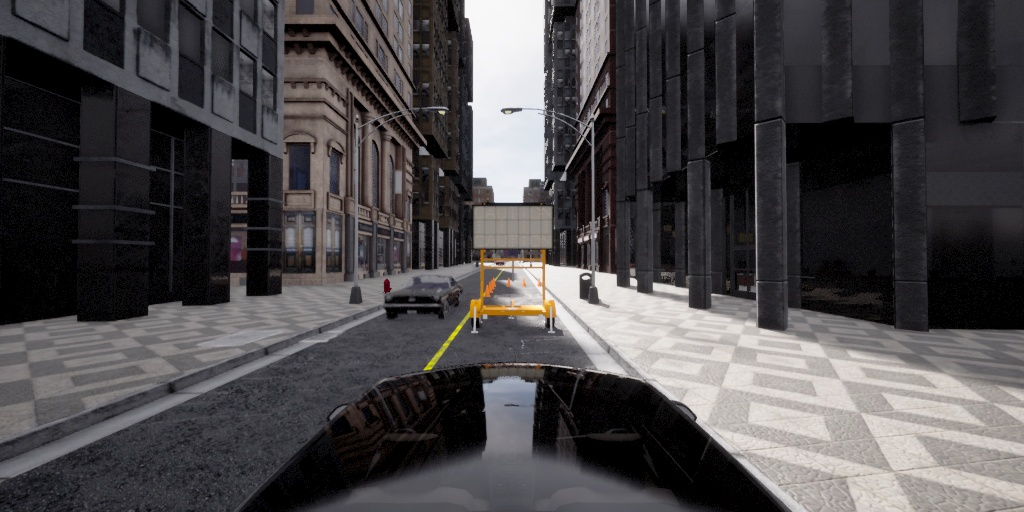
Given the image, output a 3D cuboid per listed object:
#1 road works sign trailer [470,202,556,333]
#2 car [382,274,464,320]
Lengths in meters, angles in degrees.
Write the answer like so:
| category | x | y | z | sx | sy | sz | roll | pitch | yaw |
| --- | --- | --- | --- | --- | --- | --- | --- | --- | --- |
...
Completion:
| category | x | y | z | sx | sy | sz | roll | pitch | yaw |
| --- | --- | --- | --- | --- | --- | --- | --- | --- | --- |
| road works sign trailer | 0.029 | 0.217 | 10.712 | 2.380 | 3.560 | 2.880 | 0 | 0 | 0 |
| car | -2.964 | 1.354 | 12.855 | 1.895 | 1.301 | 4.718 | 0 | 0 | 0 |
